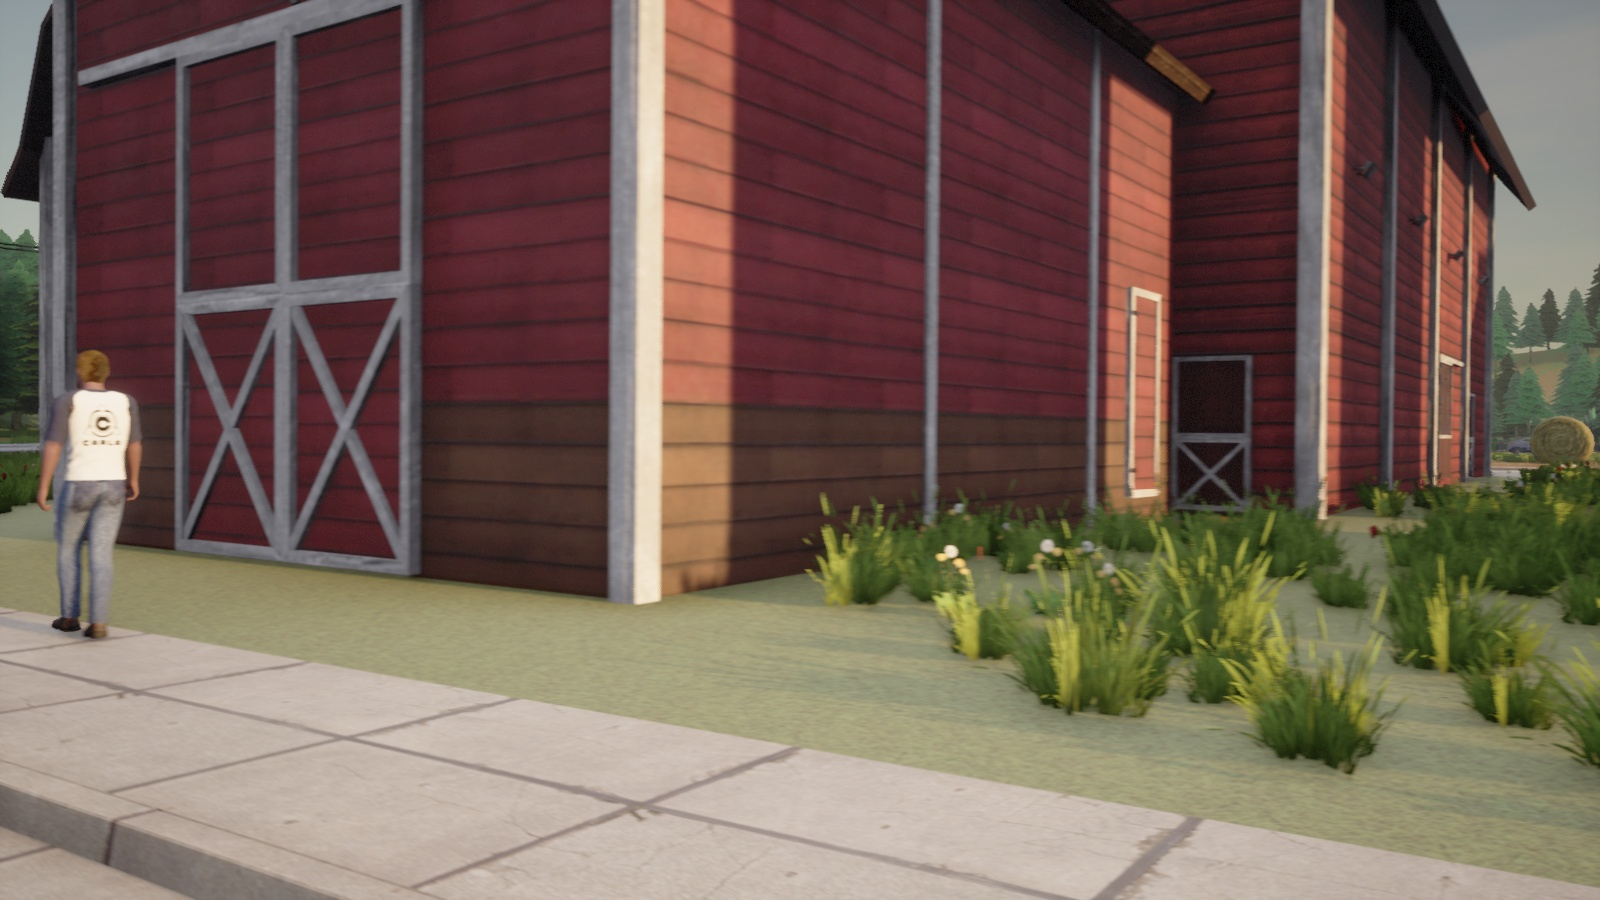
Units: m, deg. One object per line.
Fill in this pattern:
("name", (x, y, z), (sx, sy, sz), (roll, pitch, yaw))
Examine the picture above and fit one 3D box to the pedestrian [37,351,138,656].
("pedestrian", (-4.497, 0.319, 7.918), (0.354, 1.836, 0.706), (-1, 1, -45))
